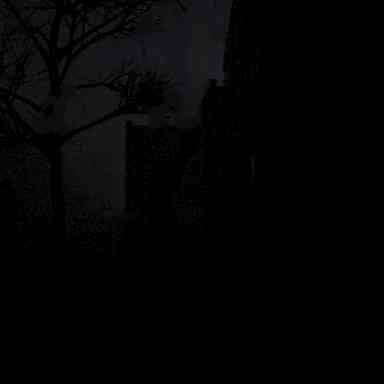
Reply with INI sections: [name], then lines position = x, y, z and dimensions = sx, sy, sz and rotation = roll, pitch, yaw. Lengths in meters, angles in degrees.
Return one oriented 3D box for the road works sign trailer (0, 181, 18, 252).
[road works sign trailer]
position = -7.729, 0.942, 10.845
dimensions = 3.560, 2.380, 2.880
rotation = -4, 2, -9
